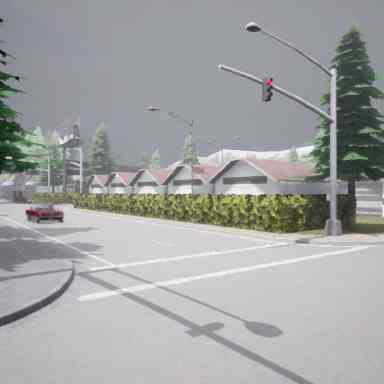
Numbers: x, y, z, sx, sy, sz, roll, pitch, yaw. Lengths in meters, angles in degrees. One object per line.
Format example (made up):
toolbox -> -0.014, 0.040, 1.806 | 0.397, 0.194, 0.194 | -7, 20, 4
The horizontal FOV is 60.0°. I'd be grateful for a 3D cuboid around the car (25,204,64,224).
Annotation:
car -> -11.100, 1.578, 24.963 | 1.895, 1.301, 4.718 | 0, 0, -36
